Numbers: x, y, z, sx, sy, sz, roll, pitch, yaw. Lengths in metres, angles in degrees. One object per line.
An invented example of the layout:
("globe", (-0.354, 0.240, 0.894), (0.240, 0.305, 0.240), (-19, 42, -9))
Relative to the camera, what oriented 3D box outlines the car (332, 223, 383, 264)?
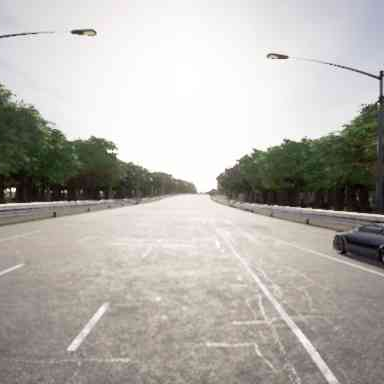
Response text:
("car", (7.096, 1.847, 12.328), (1.994, 1.385, 4.181), (2, -1, -8))
